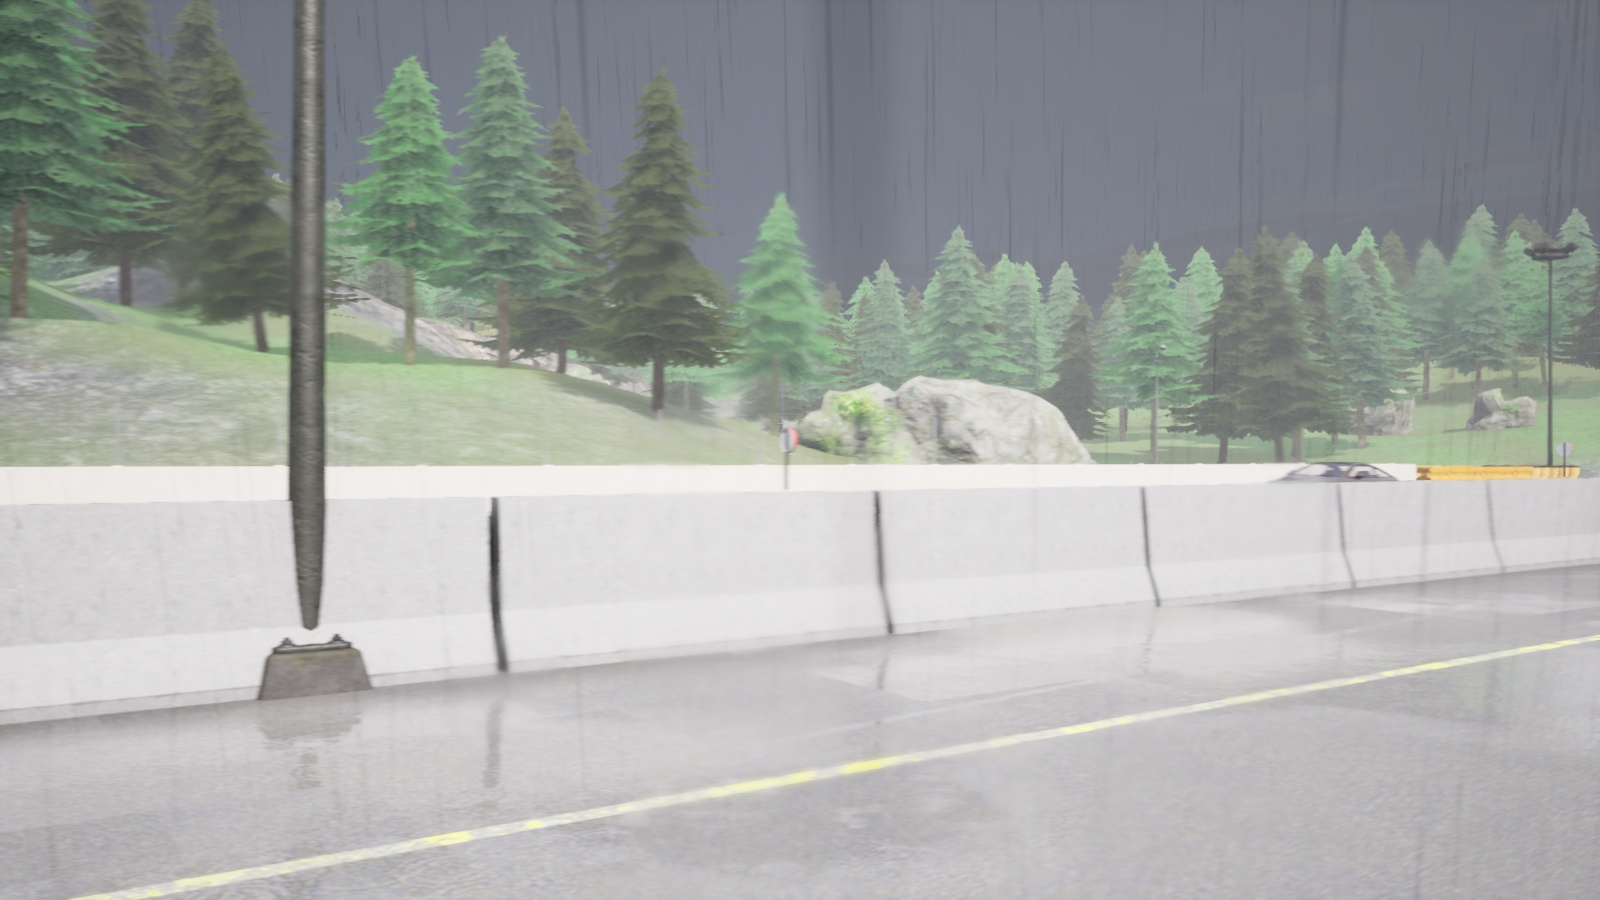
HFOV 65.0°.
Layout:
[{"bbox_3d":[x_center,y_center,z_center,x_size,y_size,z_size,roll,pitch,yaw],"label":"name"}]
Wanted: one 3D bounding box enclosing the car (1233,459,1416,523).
[{"bbox_3d":[12.241,0.900,29.235,4.181,1.385,1.994,0,0,-35],"label":"car"}]
